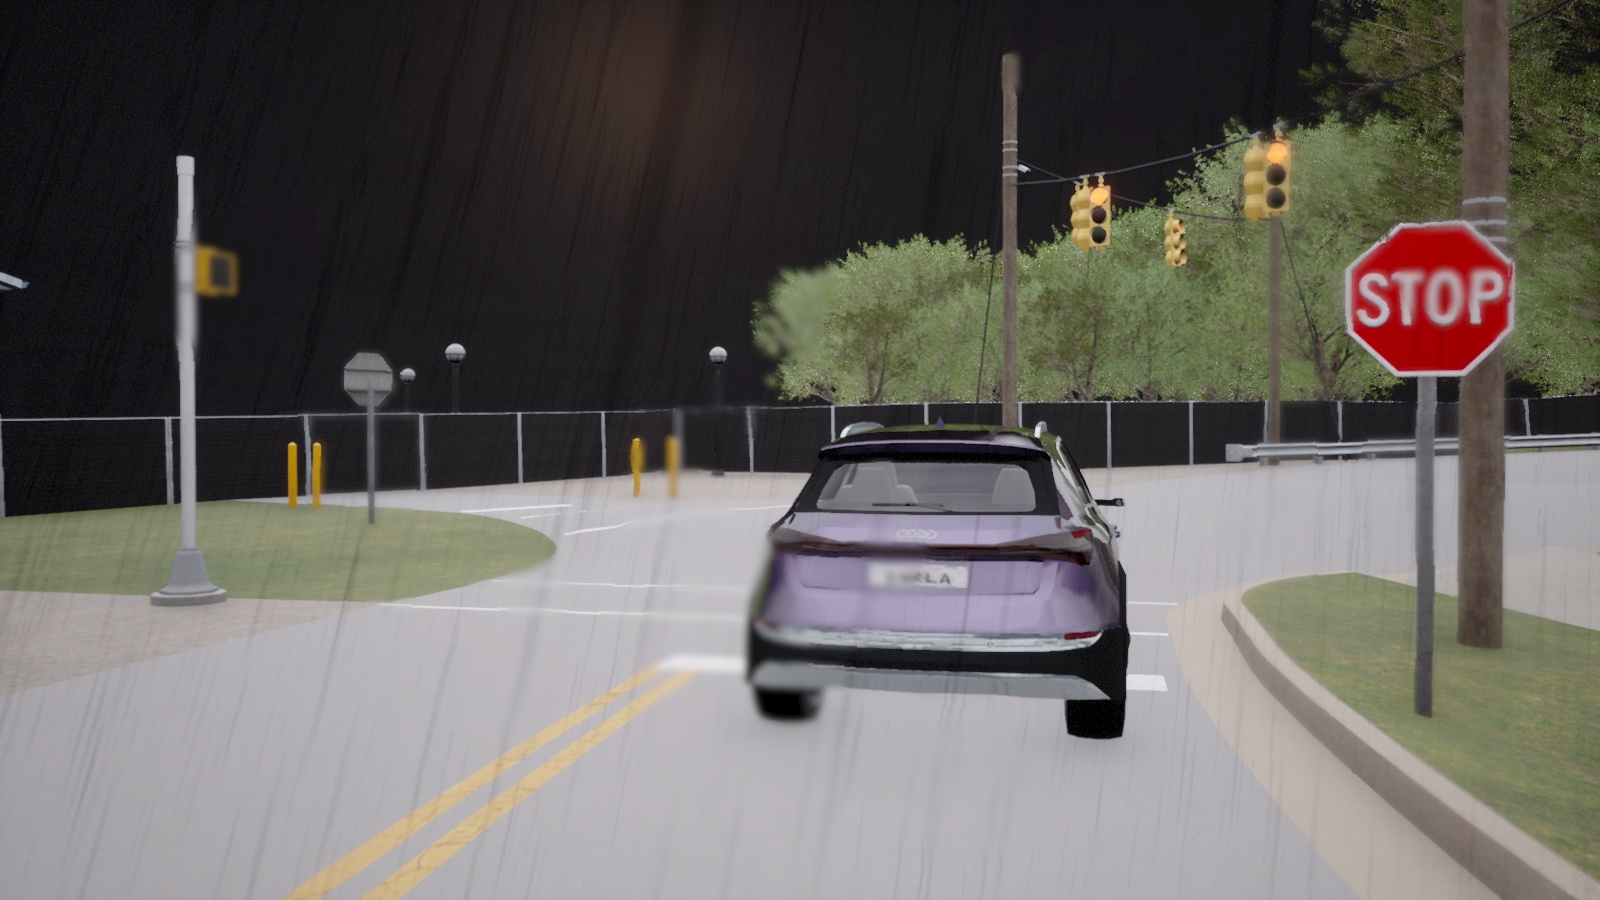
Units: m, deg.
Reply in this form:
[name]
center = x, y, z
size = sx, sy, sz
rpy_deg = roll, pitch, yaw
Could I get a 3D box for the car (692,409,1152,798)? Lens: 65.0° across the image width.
[car]
center = 1.026, 0.635, 7.916
size = 2.033, 1.649, 4.856
rpy_deg = 0, 0, 13
